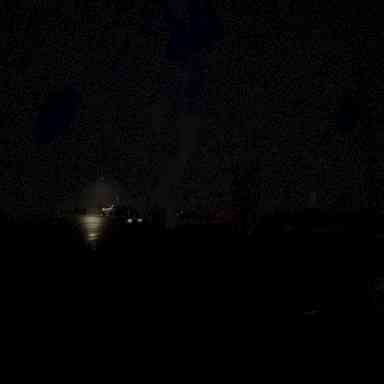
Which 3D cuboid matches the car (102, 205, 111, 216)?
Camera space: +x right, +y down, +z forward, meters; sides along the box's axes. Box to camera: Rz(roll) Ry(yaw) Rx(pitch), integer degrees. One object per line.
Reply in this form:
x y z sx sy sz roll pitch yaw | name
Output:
-15.004 3.443 62.631 2.150 2.045 5.566 1 -3 -36 | car

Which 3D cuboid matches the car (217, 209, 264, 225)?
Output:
4.344 2.255 30.376 1.882 1.535 5.008 1 -3 -35 | car

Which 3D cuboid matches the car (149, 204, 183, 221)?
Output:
-3.284 2.486 41.096 2.150 2.045 5.566 1 -3 -35 | car

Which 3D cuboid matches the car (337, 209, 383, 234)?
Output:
11.221 1.831 20.096 1.837 1.490 4.892 1 -3 -29 | car

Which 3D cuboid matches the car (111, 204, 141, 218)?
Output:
-9.793 2.905 50.319 2.150 2.045 5.566 1 -3 -35 | car
